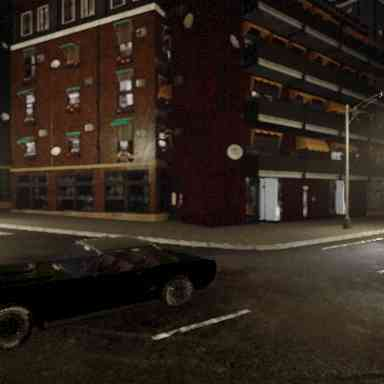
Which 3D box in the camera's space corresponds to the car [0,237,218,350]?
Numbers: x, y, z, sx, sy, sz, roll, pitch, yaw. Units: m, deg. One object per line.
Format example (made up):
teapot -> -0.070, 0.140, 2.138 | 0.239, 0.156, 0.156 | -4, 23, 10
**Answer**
car -> -1.872, 1.613, 6.365 | 4.718, 1.301, 1.895 | 0, 0, -36
